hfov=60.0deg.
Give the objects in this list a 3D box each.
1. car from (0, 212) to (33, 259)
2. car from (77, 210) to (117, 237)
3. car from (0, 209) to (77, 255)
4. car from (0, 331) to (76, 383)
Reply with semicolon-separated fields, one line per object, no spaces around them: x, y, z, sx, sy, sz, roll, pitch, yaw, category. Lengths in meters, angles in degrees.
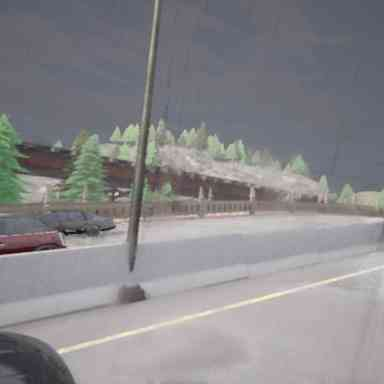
-8.063;1.524;11.139;4.674;1.442;1.812;0;0;-36;car
-6.530;1.564;16.531;5.357;1.411;2.033;0;0;-36;car
-5.651;1.353;8.559;4.553;1.767;2.097;0;0;-35;car
-3.054;1.496;1.568;4.892;1.490;1.837;1;0;-35;car
